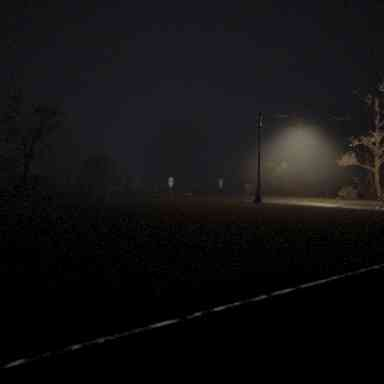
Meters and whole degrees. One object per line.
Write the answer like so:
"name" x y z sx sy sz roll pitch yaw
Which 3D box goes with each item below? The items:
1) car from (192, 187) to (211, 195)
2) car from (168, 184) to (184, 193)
"car" 1.736 -0.212 62.367 1.994 1.385 4.181 0 2 -36
"car" -3.610 -0.819 69.822 2.097 1.767 4.553 0 2 -36
